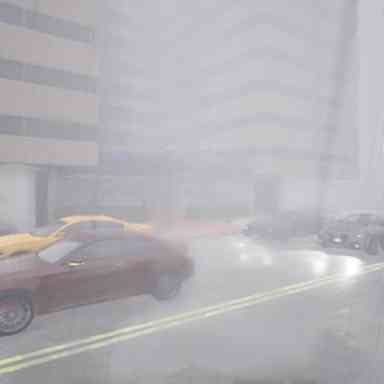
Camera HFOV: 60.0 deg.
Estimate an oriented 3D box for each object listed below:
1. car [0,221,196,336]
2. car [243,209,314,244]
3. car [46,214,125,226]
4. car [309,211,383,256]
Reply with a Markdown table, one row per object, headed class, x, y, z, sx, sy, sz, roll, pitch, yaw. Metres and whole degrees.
| class | x | y | z | sx | sy | sz | roll | pitch | yaw |
| --- | --- | --- | --- | --- | --- | --- | --- | --- | --- |
| car | -2.069 | 1.524 | 6.804 | 4.674 | 1.442 | 1.812 | 0 | 0 | -36 |
| car | 4.935 | 1.532 | 16.079 | 5.357 | 1.411 | 2.033 | 0 | 0 | -36 |
| car | -3.496 | 1.475 | 10.091 | 5.008 | 1.535 | 1.882 | 0 | 0 | -35 |
| car | 6.889 | 1.549 | 13.175 | 4.181 | 1.385 | 1.994 | 0 | 0 | -35 |
